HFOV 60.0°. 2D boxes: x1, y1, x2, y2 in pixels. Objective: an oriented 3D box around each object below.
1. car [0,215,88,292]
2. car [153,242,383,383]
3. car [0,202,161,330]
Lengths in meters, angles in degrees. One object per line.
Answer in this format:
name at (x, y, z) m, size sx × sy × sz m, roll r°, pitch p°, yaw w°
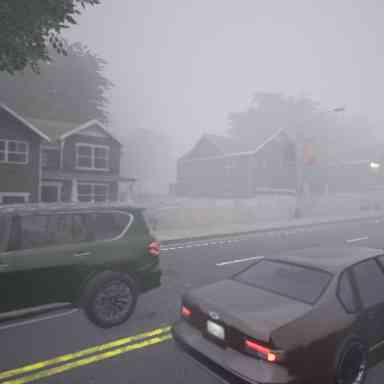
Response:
car at (-5.280, 1.475, 7.903) m, size 5.008 × 1.535 × 1.882 m, roll 0°, pitch 0°, yaw -36°
car at (2.301, 1.523, 5.081) m, size 5.357 × 1.411 × 2.033 m, roll -1°, pitch 0°, yaw -36°
car at (-3.149, 1.219, 5.431) m, size 5.566 × 2.045 × 2.150 m, roll 0°, pitch 0°, yaw -36°
